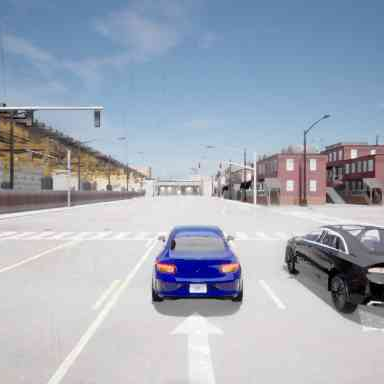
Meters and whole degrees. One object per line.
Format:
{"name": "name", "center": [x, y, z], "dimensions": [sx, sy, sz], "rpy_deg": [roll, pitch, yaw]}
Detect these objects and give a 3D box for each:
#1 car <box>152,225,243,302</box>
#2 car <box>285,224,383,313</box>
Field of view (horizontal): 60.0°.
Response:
{"name": "car", "center": [0.106, 1.526, 8.142], "dimensions": [1.812, 1.442, 4.674], "rpy_deg": [0, 0, 0]}
{"name": "car", "center": [3.609, 1.492, 7.650], "dimensions": [2.128, 1.511, 4.902], "rpy_deg": [0, 0, -1]}
